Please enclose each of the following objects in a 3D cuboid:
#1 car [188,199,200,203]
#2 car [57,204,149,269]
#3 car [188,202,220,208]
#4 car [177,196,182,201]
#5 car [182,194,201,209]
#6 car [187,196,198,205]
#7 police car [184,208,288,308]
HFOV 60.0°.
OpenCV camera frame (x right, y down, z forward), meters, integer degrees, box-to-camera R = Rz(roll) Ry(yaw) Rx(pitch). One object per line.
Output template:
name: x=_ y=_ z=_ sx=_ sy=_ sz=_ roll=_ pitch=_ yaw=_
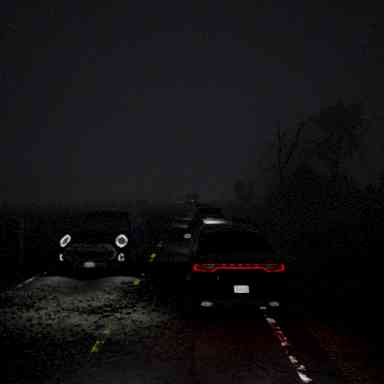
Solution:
car: x=0.844 y=1.511 z=24.055 sx=1.837 sy=1.490 sz=4.892 roll=0 pitch=0 yaw=0
car: x=-2.741 y=1.353 z=11.145 sx=2.097 sy=1.767 sz=4.553 roll=0 pitch=0 yaw=0
car: x=0.839 y=1.509 z=18.055 sx=1.837 sy=1.490 sz=4.892 roll=0 pitch=0 yaw=0
car: x=-2.685 y=1.678 z=84.193 sx=1.994 sy=1.385 sz=4.181 roll=0 pitch=0 yaw=0
car: x=0.073 y=1.251 z=45.948 sx=2.150 sy=2.045 sz=5.566 roll=0 pitch=0 yaw=1
car: x=0.047 y=1.534 z=60.562 sx=1.882 sy=1.535 sz=5.008 roll=0 pitch=0 yaw=0
police car: x=0.832 y=1.426 z=8.165 sx=1.930 sy=1.638 sz=5.238 roll=0 pitch=0 yaw=0
